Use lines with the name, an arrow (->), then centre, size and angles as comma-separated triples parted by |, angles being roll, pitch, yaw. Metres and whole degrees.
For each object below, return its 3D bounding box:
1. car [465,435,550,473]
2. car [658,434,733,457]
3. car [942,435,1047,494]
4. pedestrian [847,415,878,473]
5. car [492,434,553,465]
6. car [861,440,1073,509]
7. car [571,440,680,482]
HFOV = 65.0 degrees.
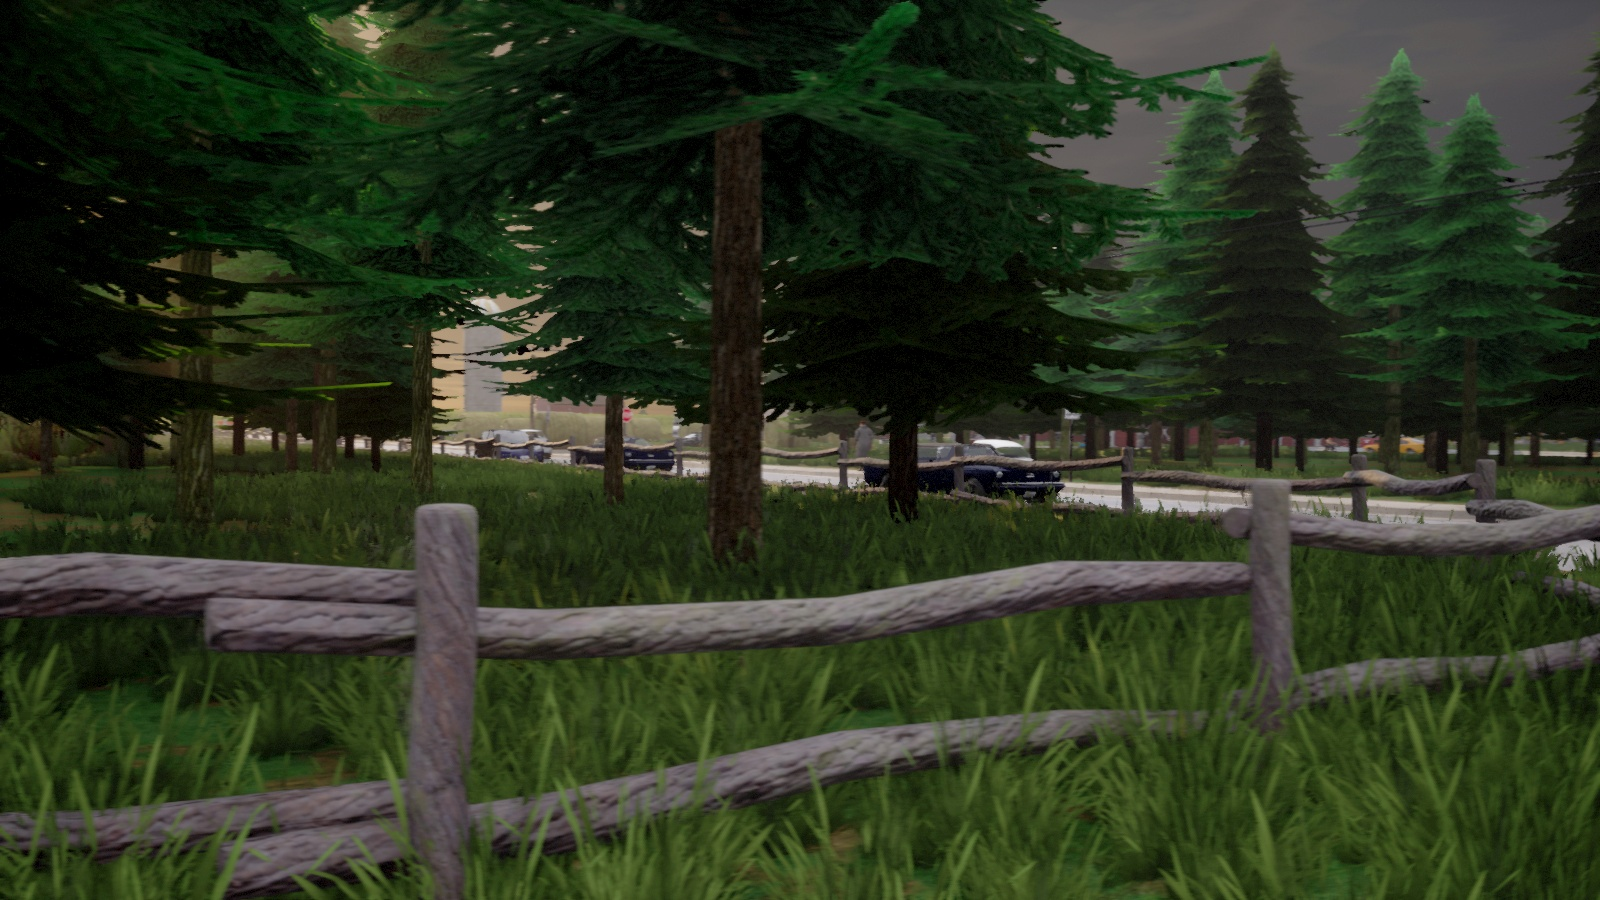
car -> -12.341, 0.133, 52.796 | 2.163, 1.488, 4.792 | -1, 1, -30
car -> -6.955, -0.319, 83.724 | 4.674, 1.442, 1.812 | -1, 1, -32
car -> 4.771, 0.321, 30.893 | 1.481, 1.376, 2.207 | -1, 1, -31
pedestrian -> 2.139, -0.219, 43.033 | 0.659, 1.952, 0.873 | -1, 1, -32
car -> -13.852, -0.027, 62.577 | 1.970, 1.475, 3.806 | -1, 1, -29
car -> 3.377, 0.449, 26.380 | 1.895, 1.301, 4.718 | -1, 1, -31
car -> -5.904, 0.327, 41.970 | 1.895, 1.301, 4.718 | -1, 1, -31
